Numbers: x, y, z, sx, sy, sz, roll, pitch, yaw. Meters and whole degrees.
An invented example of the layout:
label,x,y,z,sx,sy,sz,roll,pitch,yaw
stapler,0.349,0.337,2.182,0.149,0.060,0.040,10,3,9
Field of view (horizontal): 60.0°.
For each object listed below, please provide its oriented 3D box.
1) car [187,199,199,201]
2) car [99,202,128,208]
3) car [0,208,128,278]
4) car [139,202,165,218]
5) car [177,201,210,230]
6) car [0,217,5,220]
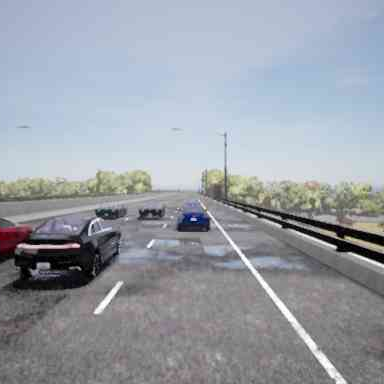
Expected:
label,x,y,z,sx,sy,sz,roll,pitch,yaw
car,0.096,1.471,38.679,2.033,1.411,5.357,0,0,0
car,-6.906,1.544,29.049,1.895,1.301,4.718,0,0,0
car,-3.402,1.472,10.044,2.128,1.511,4.902,0,0,0
car,-3.405,1.543,29.224,1.895,1.301,4.718,0,0,0
car,0.096,1.523,20.857,1.994,1.385,4.181,0,0,0
car,-6.902,1.457,10.713,1.882,1.535,5.008,0,0,0
